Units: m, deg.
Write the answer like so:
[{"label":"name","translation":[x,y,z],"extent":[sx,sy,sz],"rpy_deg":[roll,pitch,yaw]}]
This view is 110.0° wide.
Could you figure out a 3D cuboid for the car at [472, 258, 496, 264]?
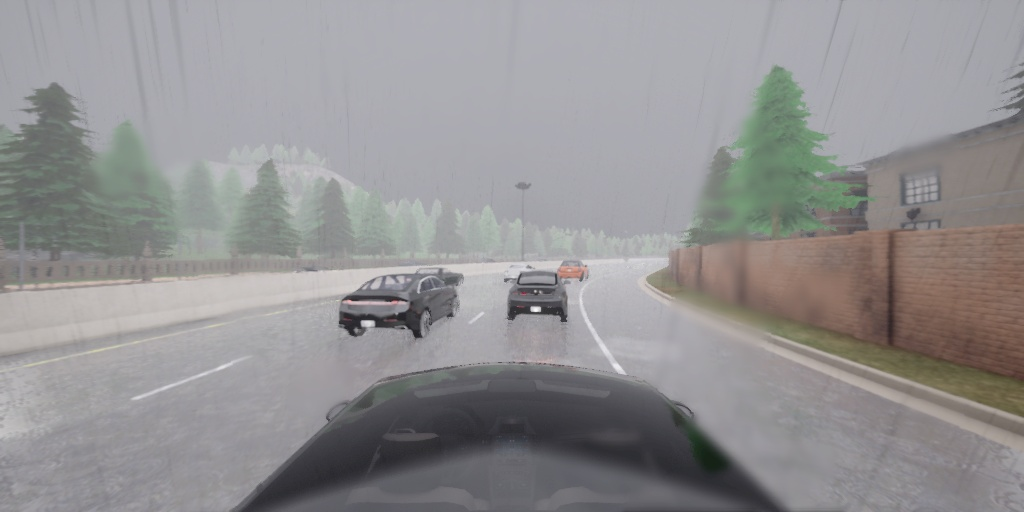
[{"label":"car","translation":[-4.128,1.088,52.969],"extent":[2.097,1.767,4.553],"rpy_deg":[0,0,26]}]

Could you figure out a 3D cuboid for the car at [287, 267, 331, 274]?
[{"label":"car","translation":[-12.013,1.295,20.874],"extent":[1.895,1.301,4.718],"rpy_deg":[0,0,11]}]

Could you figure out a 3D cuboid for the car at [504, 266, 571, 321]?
[{"label":"car","translation":[0.969,1.261,12.538],"extent":[1.837,1.490,4.892],"rpy_deg":[0,0,7]}]

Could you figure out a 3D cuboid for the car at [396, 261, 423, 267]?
[{"label":"car","translation":[-12.297,1.260,43.522],"extent":[1.994,1.385,4.181],"rpy_deg":[0,0,23]}]

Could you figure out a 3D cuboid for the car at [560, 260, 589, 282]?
[{"label":"car","translation":[5.132,1.130,29.930],"extent":[2.097,1.767,4.553],"rpy_deg":[0,0,18]}]

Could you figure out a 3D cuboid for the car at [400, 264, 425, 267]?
[{"label":"car","translation":[-4.531,1.332,21.586],"extent":[1.895,1.301,4.718],"rpy_deg":[0,0,12]}]

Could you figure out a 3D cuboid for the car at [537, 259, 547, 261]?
[{"label":"car","translation":[5.100,1.317,63.970],"extent":[1.837,1.490,4.892],"rpy_deg":[0,0,26]}]

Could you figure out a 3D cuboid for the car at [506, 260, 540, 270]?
[{"label":"car","translation":[0.727,1.283,27.770],"extent":[1.812,1.442,4.674],"rpy_deg":[0,0,17]}]

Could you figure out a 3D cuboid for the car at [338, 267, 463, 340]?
[{"label":"car","translation":[-2.834,1.229,10.016],"extent":[2.128,1.511,4.902],"rpy_deg":[0,0,5]}]
